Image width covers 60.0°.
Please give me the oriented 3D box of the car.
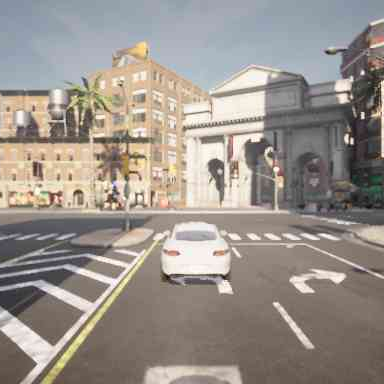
[{"bbox_3d":[0.103,1.638,10.089,1.812,1.442,4.674,0,-1,0],"label":"car"}]
